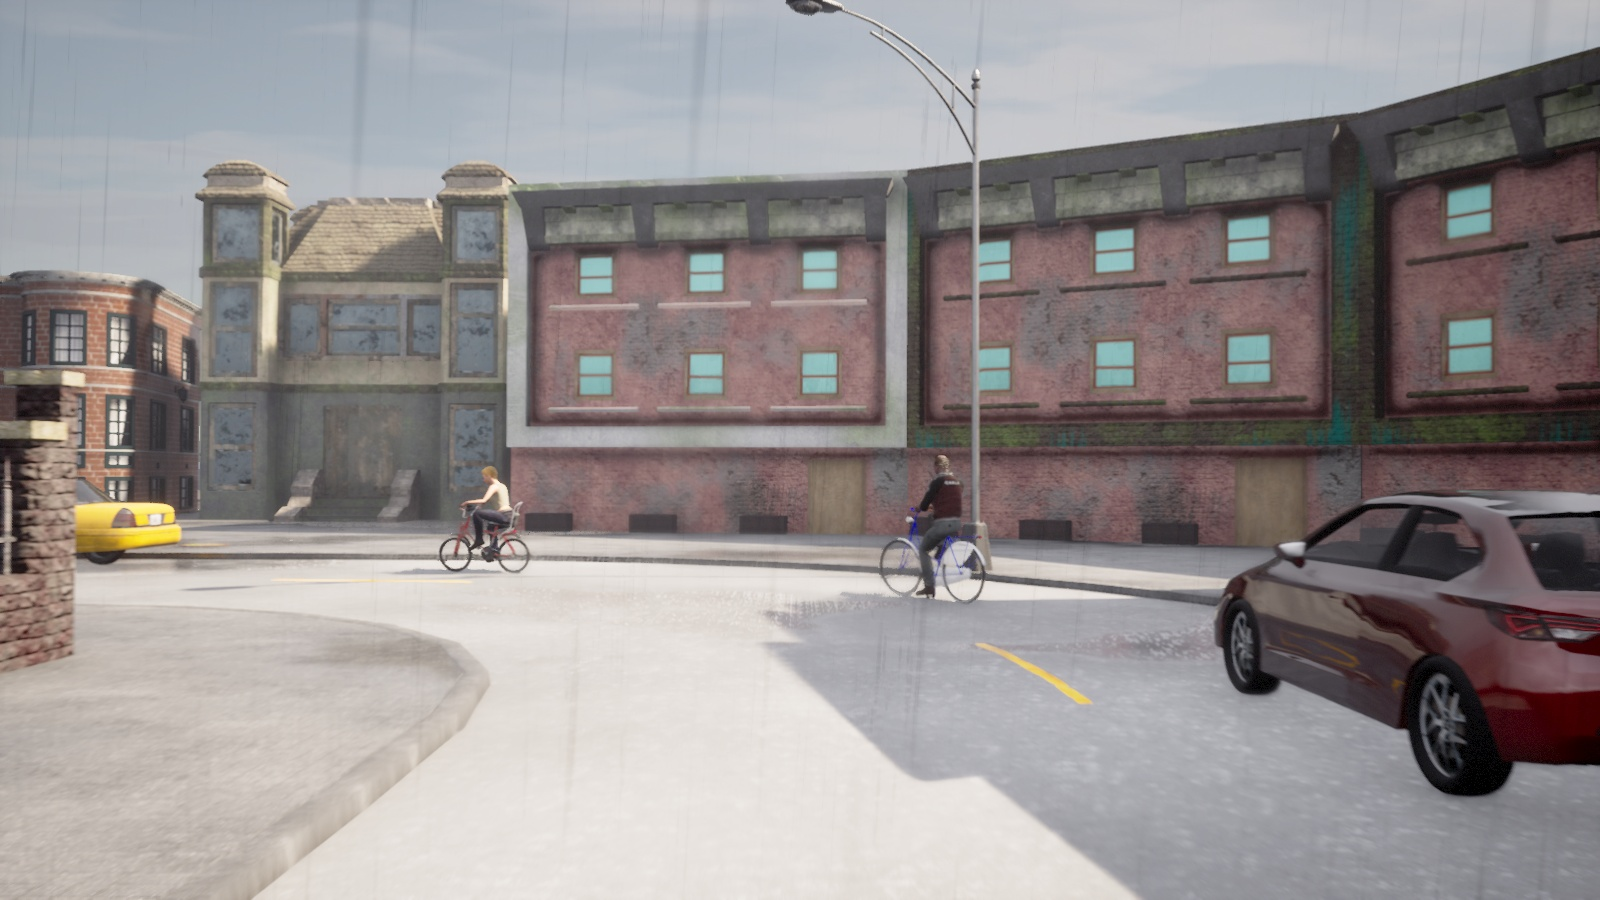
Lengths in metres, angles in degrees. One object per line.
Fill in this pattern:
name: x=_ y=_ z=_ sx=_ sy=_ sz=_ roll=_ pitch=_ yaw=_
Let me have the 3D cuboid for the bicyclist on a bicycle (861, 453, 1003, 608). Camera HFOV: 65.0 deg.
bicyclist on a bicycle: x=1.580 y=0.938 z=15.342 sx=0.659 sy=1.776 sz=1.843 roll=0 pitch=-1 yaw=-36

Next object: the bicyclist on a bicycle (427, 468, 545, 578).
bicyclist on a bicycle: x=-4.776 y=1.092 z=19.125 sx=1.509 sy=1.612 sz=0.866 roll=-1 pitch=-1 yaw=13

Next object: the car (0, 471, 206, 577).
car: x=-12.428 y=1.133 z=19.675 sx=5.366 sy=1.575 sz=1.801 roll=0 pitch=-1 yaw=0

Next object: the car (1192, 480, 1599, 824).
car: x=3.967 y=0.941 z=7.641 sx=1.816 sy=1.474 sz=4.193 roll=0 pitch=-1 yaw=0
